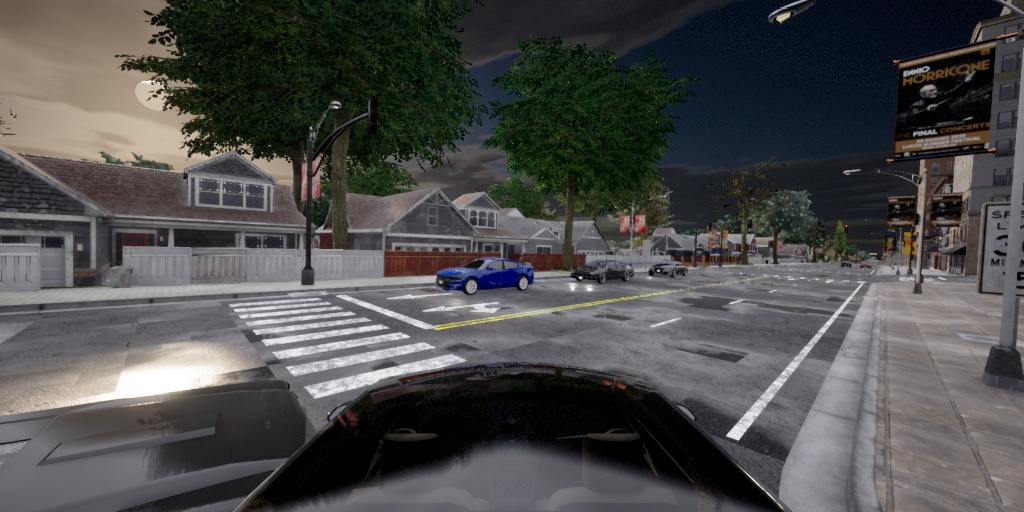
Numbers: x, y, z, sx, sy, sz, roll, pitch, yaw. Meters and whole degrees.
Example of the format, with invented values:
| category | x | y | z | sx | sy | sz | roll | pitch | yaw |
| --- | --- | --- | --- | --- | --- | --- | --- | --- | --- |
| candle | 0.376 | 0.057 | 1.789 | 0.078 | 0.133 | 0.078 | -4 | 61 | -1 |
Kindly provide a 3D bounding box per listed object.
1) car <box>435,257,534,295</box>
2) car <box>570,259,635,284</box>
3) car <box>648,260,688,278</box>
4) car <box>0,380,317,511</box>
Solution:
| category | x | y | z | sx | sy | sz | roll | pitch | yaw |
| --- | --- | --- | --- | --- | --- | --- | --- | --- | --- |
| car | -1.119 | 0.816 | 16.464 | 5.008 | 1.535 | 1.882 | 0 | 2 | -44 |
| car | 6.046 | 0.941 | 23.386 | 5.357 | 1.411 | 2.033 | 0 | 2 | -44 |
| car | 13.241 | 1.017 | 30.309 | 4.181 | 1.385 | 1.994 | 0 | 2 | -44 |
| car | -3.309 | 1.290 | 1.278 | 4.718 | 1.301 | 1.895 | 1 | 2 | -34 |
